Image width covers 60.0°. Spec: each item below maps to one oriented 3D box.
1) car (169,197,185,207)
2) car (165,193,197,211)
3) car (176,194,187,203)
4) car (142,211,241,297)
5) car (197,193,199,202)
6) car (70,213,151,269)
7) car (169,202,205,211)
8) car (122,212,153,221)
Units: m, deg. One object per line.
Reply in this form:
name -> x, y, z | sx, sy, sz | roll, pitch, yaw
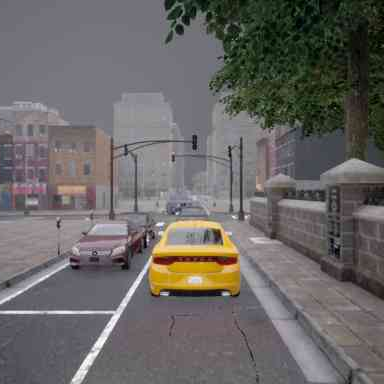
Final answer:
car -> -2.222, 1.483, 50.665 | 2.128, 1.511, 4.902 | 0, 0, 0
car -> -1.417, 1.217, 34.204 | 2.150, 2.045, 5.566 | -1, 0, -13
car -> -2.141, 1.340, 67.467 | 2.097, 1.767, 4.553 | 0, 0, 0
car -> 0.078, 1.478, 8.639 | 1.882, 1.535, 5.008 | 0, 0, 0
car -> 0.379, 1.513, 66.917 | 1.812, 1.442, 4.674 | 0, 0, 0
car -> -2.623, 1.582, 11.045 | 1.802, 1.307, 4.206 | 0, 0, 0
car -> 0.030, 1.547, 19.128 | 2.033, 1.411, 5.357 | 0, 0, 0
car -> -2.618, 1.566, 14.708 | 1.947, 1.339, 4.313 | 0, 0, 0
